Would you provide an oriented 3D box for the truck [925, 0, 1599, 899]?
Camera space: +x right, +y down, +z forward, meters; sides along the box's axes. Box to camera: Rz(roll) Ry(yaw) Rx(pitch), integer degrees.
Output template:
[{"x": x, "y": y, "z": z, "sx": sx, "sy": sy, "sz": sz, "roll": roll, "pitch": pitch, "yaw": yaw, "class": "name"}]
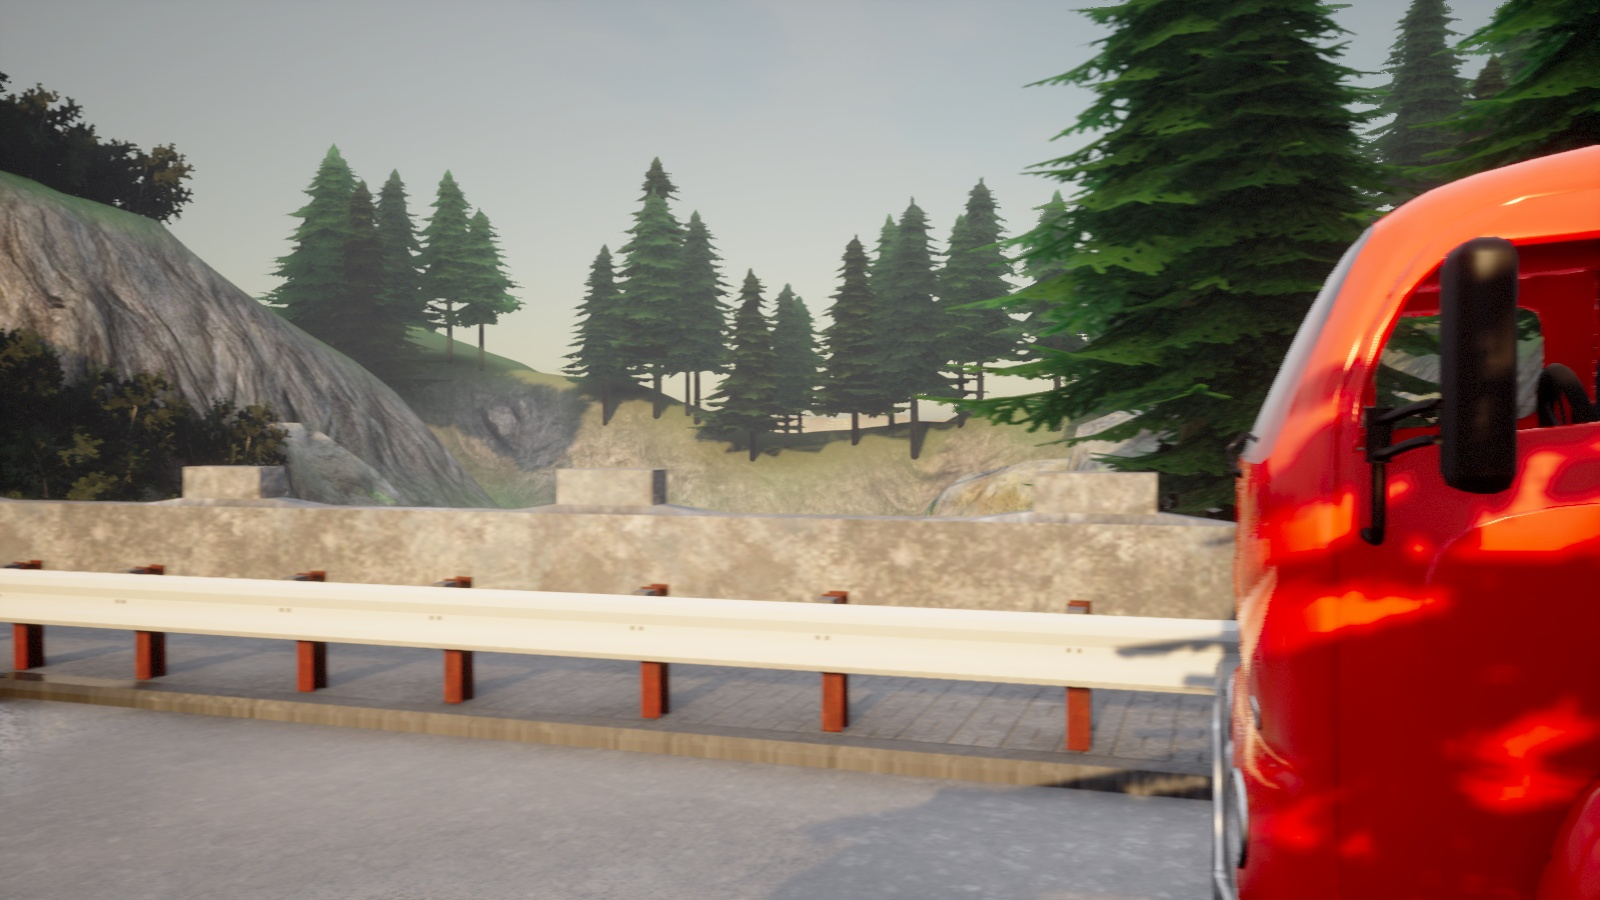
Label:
[{"x": 3.112, "y": 0.309, "z": 2.666, "sx": 5.204, "sy": 2.467, "sz": 2.627, "roll": 1, "pitch": 1, "yaw": 19, "class": "truck"}]
